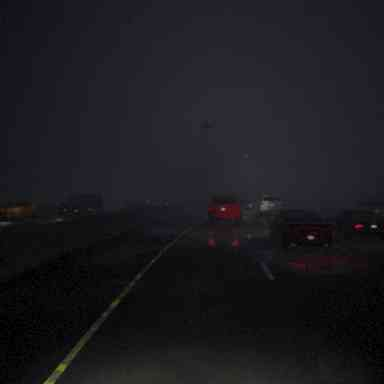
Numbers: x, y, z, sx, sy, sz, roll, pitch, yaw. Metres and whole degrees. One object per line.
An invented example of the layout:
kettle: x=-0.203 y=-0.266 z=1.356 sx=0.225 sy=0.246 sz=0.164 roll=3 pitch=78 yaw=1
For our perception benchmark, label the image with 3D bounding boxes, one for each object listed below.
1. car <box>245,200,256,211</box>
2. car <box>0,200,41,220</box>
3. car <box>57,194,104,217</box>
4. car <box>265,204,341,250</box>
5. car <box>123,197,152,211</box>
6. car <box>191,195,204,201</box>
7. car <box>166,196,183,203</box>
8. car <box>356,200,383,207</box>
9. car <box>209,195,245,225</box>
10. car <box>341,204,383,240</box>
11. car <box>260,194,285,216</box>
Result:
car: x=6.868 y=1.639 z=41.911 sx=1.895 sy=1.301 sz=4.718 roll=0 pitch=0 yaw=17
car: x=-14.821 y=1.462 z=27.830 sx=1.882 sy=1.535 sz=5.008 roll=0 pitch=0 yaw=11
car: x=-10.490 y=1.218 z=31.776 sx=2.150 sy=2.045 sz=5.566 roll=0 pitch=0 yaw=12
car: x=4.572 y=1.496 z=14.527 sx=1.882 sy=1.535 sz=5.008 roll=0 pitch=0 yaw=6
car: x=-5.854 y=1.572 z=36.158 sx=1.994 sy=1.385 sz=4.181 roll=0 pitch=0 yaw=14
car: x=1.262 y=1.505 z=70.435 sx=1.837 sy=1.490 sz=4.892 roll=0 pitch=0 yaw=18
car: x=-3.488 y=1.571 z=67.166 sx=2.033 sy=1.411 sz=5.357 roll=0 pitch=0 yaw=18
car: x=13.408 y=1.395 z=25.402 sx=2.097 sy=1.767 sz=4.553 roll=0 pitch=0 yaw=11
car: x=2.547 y=1.240 z=24.700 sx=2.150 sy=2.045 sz=5.566 roll=0 pitch=0 yaw=10
car: x=8.395 y=1.575 z=17.193 sx=2.033 sy=1.411 sz=5.357 roll=0 pitch=0 yaw=8
car: x=8.048 y=1.258 z=33.383 sx=2.150 sy=2.045 sz=5.566 roll=0 pitch=0 yaw=14
